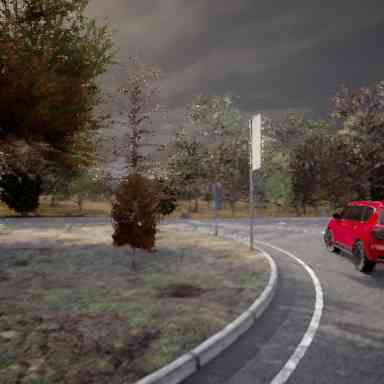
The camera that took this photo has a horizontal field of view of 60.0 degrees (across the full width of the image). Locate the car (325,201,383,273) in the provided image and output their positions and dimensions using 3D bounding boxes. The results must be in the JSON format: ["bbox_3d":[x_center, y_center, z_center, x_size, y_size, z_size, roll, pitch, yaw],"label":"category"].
[{"bbox_3d":[6.122,1.309,10.991,2.150,2.045,5.566,0,0,9],"label":"car"}]
